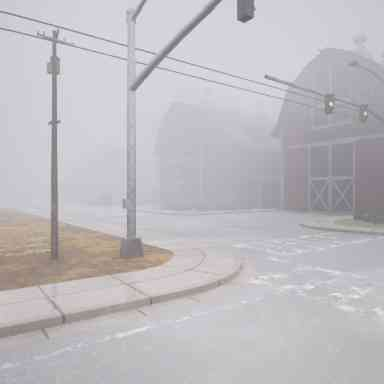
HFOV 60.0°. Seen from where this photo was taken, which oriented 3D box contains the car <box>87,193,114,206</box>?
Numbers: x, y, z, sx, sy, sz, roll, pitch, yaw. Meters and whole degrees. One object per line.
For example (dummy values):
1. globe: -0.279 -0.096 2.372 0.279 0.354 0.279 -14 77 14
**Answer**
1. car: -13.846 1.118 50.577 3.866 1.878 1.905 -2 5 11
